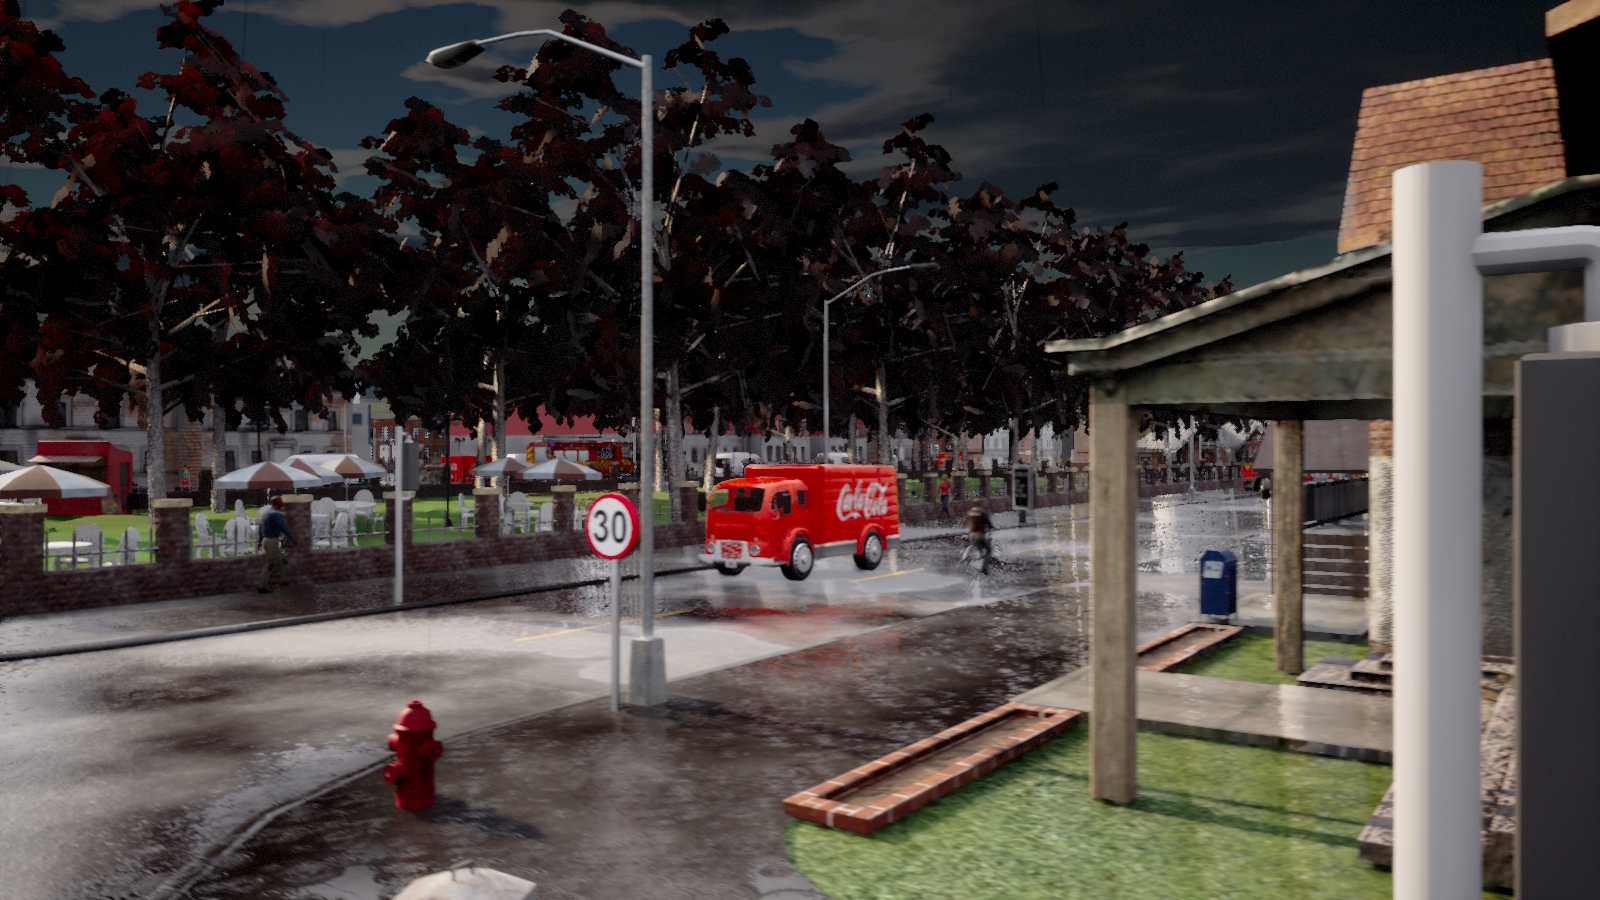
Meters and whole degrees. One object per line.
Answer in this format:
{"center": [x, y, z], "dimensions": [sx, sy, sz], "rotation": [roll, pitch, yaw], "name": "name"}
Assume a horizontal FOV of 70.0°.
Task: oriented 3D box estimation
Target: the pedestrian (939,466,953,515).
{"center": [5.559, 1.526, 43.488], "dimensions": [0.375, 1.860, 0.375], "rotation": [0, 0, 35], "name": "pedestrian"}

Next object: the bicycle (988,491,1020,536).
{"center": [6.265, 1.936, 35.023], "dimensions": [0.373, 1.296, 1.643], "rotation": [0, 0, 33], "name": "bicycle"}

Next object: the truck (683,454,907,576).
{"center": [0.021, 1.348, 26.264], "dimensions": [2.627, 2.467, 5.204], "rotation": [0, 0, 35], "name": "truck"}

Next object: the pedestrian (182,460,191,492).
{"center": [-35.994, 1.525, 67.042], "dimensions": [0.375, 1.860, 0.375], "rotation": [0, 0, 42], "name": "pedestrian"}

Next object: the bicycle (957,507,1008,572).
{"center": [4.008, 1.940, 25.033], "dimensions": [0.329, 1.271, 1.835], "rotation": [0, 0, 35], "name": "bicycle"}

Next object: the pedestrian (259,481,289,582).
{"center": [-9.832, 1.516, 21.370], "dimensions": [0.375, 1.860, 0.375], "rotation": [0, 0, 37], "name": "pedestrian"}

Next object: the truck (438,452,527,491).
{"center": [-20.895, 1.352, 75.363], "dimensions": [2.627, 2.467, 5.204], "rotation": [0, 0, 35], "name": "truck"}
